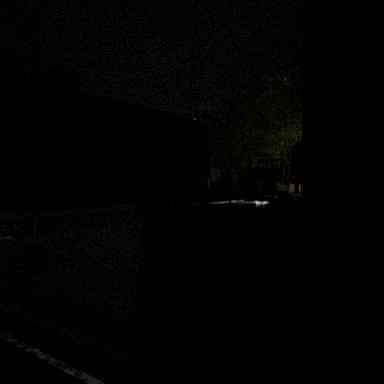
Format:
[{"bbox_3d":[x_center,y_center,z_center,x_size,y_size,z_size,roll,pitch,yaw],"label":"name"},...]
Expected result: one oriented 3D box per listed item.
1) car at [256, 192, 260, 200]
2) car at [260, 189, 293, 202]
[{"bbox_3d":[10.467,0.354,45.711,2.128,1.511,4.902,1,2,36],"label":"car"},{"bbox_3d":[10.869,0.517,41.561,2.033,1.411,5.357,1,2,36],"label":"car"}]
